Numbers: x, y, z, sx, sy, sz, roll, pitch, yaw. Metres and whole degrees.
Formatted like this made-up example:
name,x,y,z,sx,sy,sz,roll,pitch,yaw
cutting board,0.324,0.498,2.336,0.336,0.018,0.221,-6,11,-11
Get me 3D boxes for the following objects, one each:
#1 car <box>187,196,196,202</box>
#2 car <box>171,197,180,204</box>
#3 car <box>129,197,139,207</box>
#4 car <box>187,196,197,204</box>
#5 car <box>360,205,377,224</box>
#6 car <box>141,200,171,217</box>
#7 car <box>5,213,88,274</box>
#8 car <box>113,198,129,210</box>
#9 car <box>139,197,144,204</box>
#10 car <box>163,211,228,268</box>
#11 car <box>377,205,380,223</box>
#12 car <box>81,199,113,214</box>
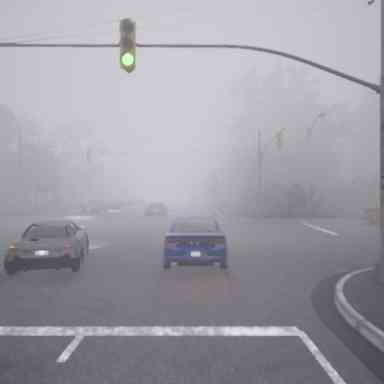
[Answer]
name,x,y,z,sx,sy,sz,roll,pitch,yaw
car,-0.015,1.643,77.108,2.033,1.411,5.357,0,0,0
car,-3.514,1.752,69.644,1.994,1.385,4.181,0,0,0
car,-10.511,1.684,55.486,1.812,1.442,4.674,0,0,0
car,-0.013,1.739,66.688,2.033,1.411,5.357,0,0,0
car,14.718,1.288,22.928,5.566,2.045,2.150,0,0,2
car,-3.406,1.657,32.551,1.994,1.385,4.181,0,0,0
car,-4.506,1.596,10.795,1.994,1.385,4.181,0,0,-15
car,-10.535,1.695,45.882,1.994,1.385,4.181,0,0,2
car,-10.513,1.751,65.512,1.994,1.385,4.181,0,0,0
car,0.097,1.511,11.424,1.882,1.535,5.008,0,0,0
car,14.011,1.534,19.441,5.008,1.535,1.882,0,0,3
car,-10.592,1.596,36.530,2.128,1.511,4.902,0,0,0
